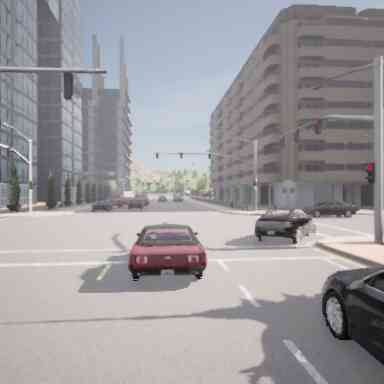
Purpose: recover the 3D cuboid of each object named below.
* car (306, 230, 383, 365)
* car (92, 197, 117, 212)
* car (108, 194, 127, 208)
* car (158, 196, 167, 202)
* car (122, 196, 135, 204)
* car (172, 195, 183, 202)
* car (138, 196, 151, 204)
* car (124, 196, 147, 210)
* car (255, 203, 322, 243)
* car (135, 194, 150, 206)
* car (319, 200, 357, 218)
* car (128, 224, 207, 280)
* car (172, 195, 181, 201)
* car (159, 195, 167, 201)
[{"bbox_3d":[3.135,1.497,3.661,1.837,1.490,4.892,0,0,-2],"label":"car"},{"bbox_3d":[-10.552,1.646,39.448,1.895,1.301,4.718,0,0,-5],"label":"car"},{"bbox_3d":[-11.418,1.273,49.172,2.150,2.045,5.566,0,0,-5],"label":"car"},{"bbox_3d":[-6.601,1.600,74.702,1.994,1.385,4.181,0,0,-5],"label":"car"},{"bbox_3d":[-13.131,1.603,69.165,2.033,1.411,5.357,0,0,-5],"label":"car"},{"bbox_3d":[-3.060,1.628,74.406,1.895,1.301,4.718,0,0,-5],"label":"car"},{"bbox_3d":[-9.190,1.543,64.419,2.128,1.511,4.902,0,0,-5],"label":"car"},{"bbox_3d":[-7.484,1.639,44.509,1.895,1.301,4.718,0,0,-5],"label":"car"},{"bbox_3d":[4.647,1.529,16.285,2.128,1.511,4.902,-1,-1,31],"label":"car"},{"bbox_3d":[-8.342,1.266,54.232,2.150,2.045,5.566,0,0,-5],"label":"car"},{"bbox_3d":[12.265,1.536,29.951,4.892,1.490,1.837,0,0,-5],"label":"car"},{"bbox_3d":[-0.737,1.607,10.014,1.895,1.301,4.718,0,0,-4],"label":"car"},{"bbox_3d":[-3.959,1.579,84.397,2.033,1.411,5.357,0,0,-5],"label":"car"},{"bbox_3d":[-7.492,1.607,84.594,1.994,1.385,4.181,0,0,-6],"label":"car"}]
